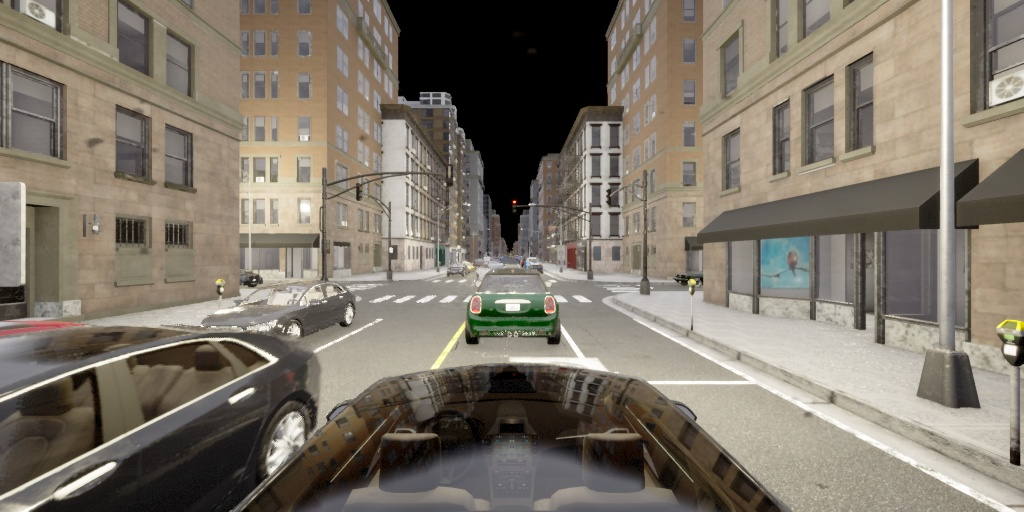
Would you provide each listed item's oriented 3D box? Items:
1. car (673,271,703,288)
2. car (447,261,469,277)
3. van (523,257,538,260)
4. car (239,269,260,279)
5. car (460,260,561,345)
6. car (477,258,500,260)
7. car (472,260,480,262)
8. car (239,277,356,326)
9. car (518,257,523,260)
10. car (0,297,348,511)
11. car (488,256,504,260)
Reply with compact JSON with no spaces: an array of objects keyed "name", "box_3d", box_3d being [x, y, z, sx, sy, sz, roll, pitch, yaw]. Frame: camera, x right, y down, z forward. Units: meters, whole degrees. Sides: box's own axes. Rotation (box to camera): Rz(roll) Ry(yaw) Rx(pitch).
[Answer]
[{"name":"car","box_3d":[13.495,1.431,24.079,4.718,1.301,1.895,0,0,0]},{"name":"car","box_3d":[-5.393,1.296,35.719,2.007,1.370,4.403,0,0,0]},{"name":"van","box_3d":[2.637,1.084,46.533,1.690,1.789,3.998,0,0,0]},{"name":"car","box_3d":[-17.145,1.223,21.077,4.181,1.385,1.994,0,0,0]},{"name":"car","box_3d":[0.040,1.102,9.685,2.097,1.767,4.553,0,0,1]},{"name":"car","box_3d":[-2.856,1.292,44.369,2.033,1.411,5.357,0,0,-1]},{"name":"car","box_3d":[-1.202,1.270,25.835,1.812,1.442,4.674,-1,0,-27]},{"name":"car","box_3d":[-5.389,1.300,8.843,2.007,1.370,4.403,0,0,0]},{"name":"car","box_3d":[2.640,1.056,62.752,2.192,1.841,5.009,0,0,0]},{"name":"car","box_3d":[-2.849,1.255,1.721,1.837,1.490,4.892,0,0,0]},{"name":"car","box_3d":[-2.834,1.246,60.493,1.837,1.490,4.892,0,0,0]}]
